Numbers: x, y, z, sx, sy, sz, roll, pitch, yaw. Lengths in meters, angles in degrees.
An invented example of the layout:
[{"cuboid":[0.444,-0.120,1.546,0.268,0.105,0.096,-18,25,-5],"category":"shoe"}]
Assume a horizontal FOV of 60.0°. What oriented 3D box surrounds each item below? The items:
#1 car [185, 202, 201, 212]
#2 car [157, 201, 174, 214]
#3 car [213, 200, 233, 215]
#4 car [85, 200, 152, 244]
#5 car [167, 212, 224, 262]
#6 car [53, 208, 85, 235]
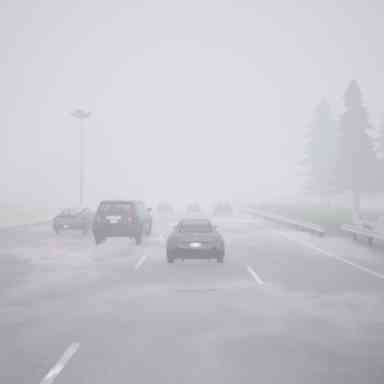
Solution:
[{"cuboid":[0.165,1.971,40.542,2.033,1.411,5.357,0,-1,0],"category":"car"},{"cuboid":[-3.336,1.945,42.208,1.837,1.490,4.892,0,-1,0],"category":"car"},{"cuboid":[3.664,1.775,40.480,2.097,1.767,4.553,0,-1,0],"category":"car"},{"cuboid":[-3.371,1.395,17.014,2.150,2.045,5.566,0,-1,0],"category":"car"},{"cuboid":[0.121,1.692,12.685,1.994,1.385,4.181,0,-1,0],"category":"car"},{"cuboid":[-6.865,1.702,20.535,2.128,1.511,4.902,0,-1,0],"category":"car"}]
